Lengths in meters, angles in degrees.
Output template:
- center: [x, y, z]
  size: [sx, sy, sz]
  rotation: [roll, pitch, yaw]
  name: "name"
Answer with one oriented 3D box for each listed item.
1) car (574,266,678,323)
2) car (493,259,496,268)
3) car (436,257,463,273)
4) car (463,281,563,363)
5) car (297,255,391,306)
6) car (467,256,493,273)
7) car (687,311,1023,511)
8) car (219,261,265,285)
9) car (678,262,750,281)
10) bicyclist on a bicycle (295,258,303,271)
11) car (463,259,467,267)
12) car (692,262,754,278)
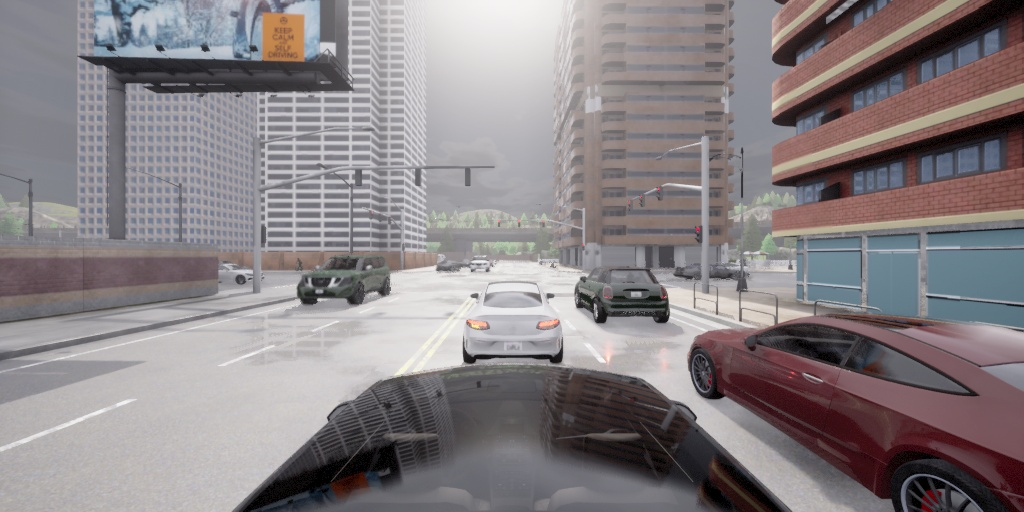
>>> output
- center: [3.494, 1.102, 12.236]
  size: [2.097, 1.767, 4.553]
  rotation: [0, 0, 0]
  name: "car"
- center: [-4.073, 1.275, 60.814]
  size: [1.812, 1.442, 4.674]
  rotation: [0, 0, 0]
  name: "car"
- center: [-7.794, 1.227, 43.934]
  size: [1.882, 1.535, 5.008]
  rotation: [0, 0, 6]
  name: "car"
- center: [0.014, 1.276, 8.019]
  size: [1.812, 1.442, 4.674]
  rotation: [0, 0, 0]
  name: "car"
- center: [-7.220, 0.971, 16.153]
  size: [2.150, 2.045, 5.566]
  rotation: [0, 0, 0]
  name: "car"
- center: [-3.967, 0.972, 44.968]
  size: [2.150, 2.045, 5.566]
  rotation: [0, 0, 0]
  name: "car"
- center: [3.579, 1.276, 3.517]
  size: [1.812, 1.442, 4.674]
  rotation: [0, 0, 0]
  name: "car"
- center: [-20.455, 1.276, 25.825]
  size: [4.674, 1.442, 1.812]
  rotation: [0, 0, 0]
  name: "car"
- center: [16.131, 1.297, 29.298]
  size: [5.357, 1.411, 2.033]
  rotation: [0, 0, -2]
  name: "car"
- center: [-25.994, 1.051, 43.769]
  size: [0.582, 1.620, 1.656]
  rotation: [0, 0, 0]
  name: "bicyclist on a bicycle"
- center: [-7.560, 1.227, 58.630]
  size: [1.882, 1.535, 5.008]
  rotation: [0, 0, 0]
  name: "car"
- center: [19.372, 1.276, 33.106]
  size: [4.674, 1.442, 1.812]
  rotation: [0, 0, 0]
  name: "car"
